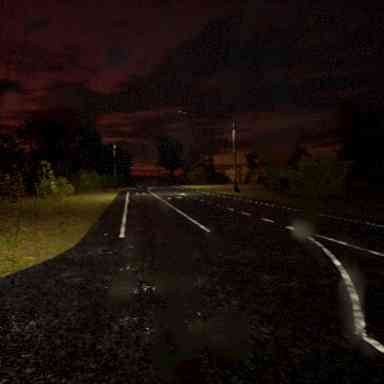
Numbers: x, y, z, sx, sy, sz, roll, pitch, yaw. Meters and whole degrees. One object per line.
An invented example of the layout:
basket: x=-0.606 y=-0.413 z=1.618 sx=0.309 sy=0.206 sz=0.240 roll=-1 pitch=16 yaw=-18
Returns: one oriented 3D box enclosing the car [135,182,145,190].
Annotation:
car: x=-10.597 y=-1.286 z=68.123 sx=1.812 sy=1.442 sz=4.674 roll=-2 pitch=3 yaw=-6
